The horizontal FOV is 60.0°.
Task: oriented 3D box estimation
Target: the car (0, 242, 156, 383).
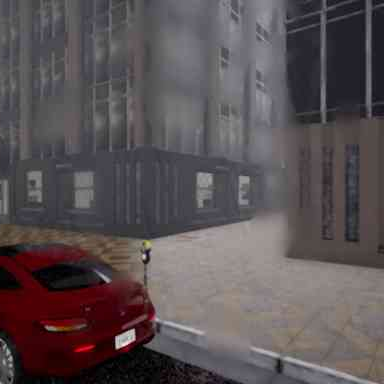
[{"bbox_3d":[-2.636,1.533,5.191,4.674,1.442,1.812,0,0,36],"label":"car"}]
